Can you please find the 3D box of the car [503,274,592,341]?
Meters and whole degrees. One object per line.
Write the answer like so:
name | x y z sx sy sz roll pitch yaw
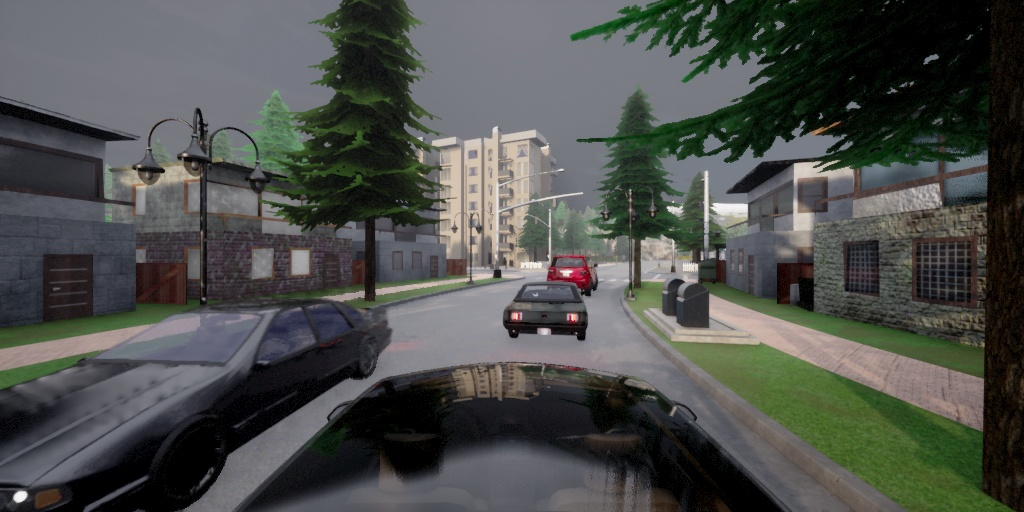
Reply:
car | 1.071 1.351 9.972 1.895 1.301 4.718 0 0 9

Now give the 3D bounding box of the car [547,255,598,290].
car | 3.370 0.971 19.468 2.150 2.045 5.566 0 0 18

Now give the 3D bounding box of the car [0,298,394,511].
car | -3.328 1.298 4.612 2.033 1.411 5.357 0 0 4
